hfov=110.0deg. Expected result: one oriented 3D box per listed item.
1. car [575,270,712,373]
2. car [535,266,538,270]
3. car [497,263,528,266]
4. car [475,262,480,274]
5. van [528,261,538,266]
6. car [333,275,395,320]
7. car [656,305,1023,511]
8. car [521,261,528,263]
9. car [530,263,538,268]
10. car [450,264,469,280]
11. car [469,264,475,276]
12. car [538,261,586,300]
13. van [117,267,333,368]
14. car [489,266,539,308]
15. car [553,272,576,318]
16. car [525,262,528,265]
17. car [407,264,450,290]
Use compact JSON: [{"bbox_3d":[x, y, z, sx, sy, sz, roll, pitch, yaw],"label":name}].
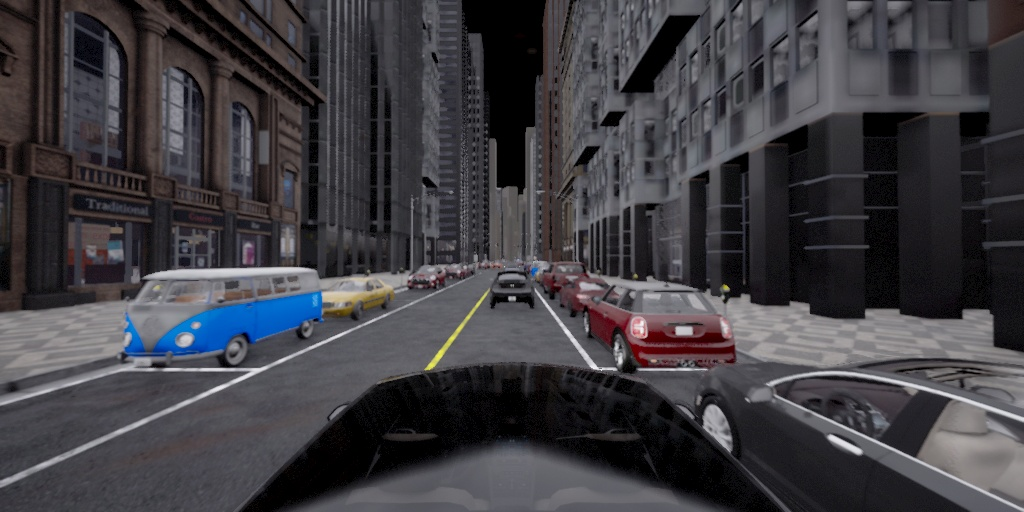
[{"bbox_3d":[2.766,1.246,7.696,1.967,1.591,4.097,0,0,0],"label":"car"},{"bbox_3d":[2.775,1.548,24.502,1.802,1.307,4.207,0,0,0],"label":"car"},{"bbox_3d":[0.017,1.574,30.842,2.033,1.411,5.357,0,-1,0],"label":"car"},{"bbox_3d":[-5.738,1.748,46.897,1.948,1.339,4.313,0,0,0],"label":"car"},{"bbox_3d":[2.782,1.415,35.705,1.690,1.789,3.998,0,0,0],"label":"van"},{"bbox_3d":[-5.756,1.384,13.118,1.751,1.417,4.829,0,0,0],"label":"car"},{"bbox_3d":[2.763,1.304,2.094,2.007,1.370,4.403,0,0,0],"label":"car"},{"bbox_3d":[3.033,1.675,61.318,2.097,1.767,4.553,0,-1,0],"label":"car"},{"bbox_3d":[2.779,1.545,30.273,1.751,1.417,4.829,0,0,0],"label":"car"},{"bbox_3d":[-5.744,1.513,35.694,1.967,1.591,4.097,0,0,0],"label":"car"},{"bbox_3d":[-5.741,1.710,41.295,1.802,1.307,4.207,0,0,0],"label":"car"},{"bbox_3d":[2.772,1.227,18.899,2.192,1.841,5.009,0,0,0],"label":"car"},{"bbox_3d":[-5.759,1.146,7.687,1.690,1.789,3.998,0,0,0],"label":"van"},{"bbox_3d":[0.014,1.393,16.143,1.837,1.490,4.892,0,0,0],"label":"car"},{"bbox_3d":[2.770,1.441,13.297,1.802,1.307,4.207,0,0,0],"label":"car"},{"bbox_3d":[2.788,1.764,46.909,1.802,1.307,4.207,0,0,0],"label":"car"},{"bbox_3d":[-5.750,1.405,24.492,1.967,1.591,4.097,0,0,0],"label":"car"}]
